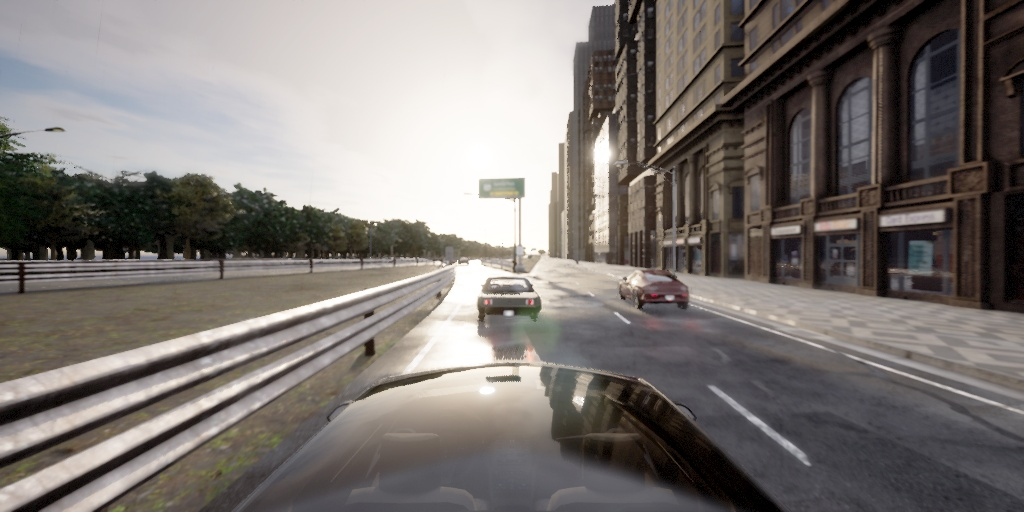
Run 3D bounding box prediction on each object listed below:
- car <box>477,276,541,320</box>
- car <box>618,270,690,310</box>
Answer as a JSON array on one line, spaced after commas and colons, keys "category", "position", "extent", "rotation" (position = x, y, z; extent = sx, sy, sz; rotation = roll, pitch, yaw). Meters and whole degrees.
[{"category": "car", "position": [-0.185, 1.355, 12.534], "extent": [1.895, 1.301, 4.718], "rotation": [1, 0, -3]}, {"category": "car", "position": [5.672, 1.277, 14.732], "extent": [1.812, 1.442, 4.674], "rotation": [0, 0, 5]}]
